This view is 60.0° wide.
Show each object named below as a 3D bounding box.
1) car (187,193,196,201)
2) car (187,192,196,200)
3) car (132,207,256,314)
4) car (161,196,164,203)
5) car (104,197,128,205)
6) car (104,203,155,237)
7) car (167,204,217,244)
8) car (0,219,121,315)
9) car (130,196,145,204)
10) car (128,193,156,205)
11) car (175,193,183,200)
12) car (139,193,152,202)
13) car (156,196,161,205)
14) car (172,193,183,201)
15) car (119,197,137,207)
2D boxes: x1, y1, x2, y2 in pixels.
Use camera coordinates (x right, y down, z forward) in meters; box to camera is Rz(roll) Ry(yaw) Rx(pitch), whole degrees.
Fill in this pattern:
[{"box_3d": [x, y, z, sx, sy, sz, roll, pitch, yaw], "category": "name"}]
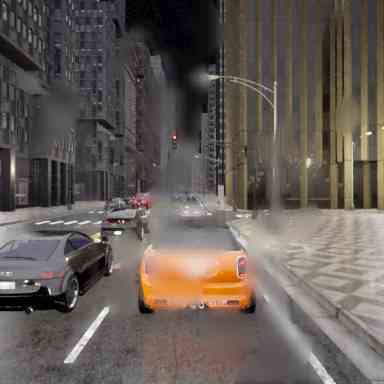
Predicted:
[{"box_3d": [-0.085, 1.344, 74.321, 1.812, 1.442, 4.674, 0, 0, 0], "category": "car"}, {"box_3d": [-0.097, 0.980, 84.295, 2.097, 1.767, 4.553, 0, 0, 0], "category": "car"}, {"box_3d": [0.095, 1.350, 7.771, 2.097, 1.767, 4.553, 0, 0, 0], "category": "car"}, {"box_3d": [-6.608, 1.405, 65.552, 2.033, 1.411, 5.357, 0, 0, 1], "category": "car"}, {"box_3d": [-9.897, 1.440, 42.675, 1.837, 1.490, 4.892, 0, 0, 0], "category": "car"}, {"box_3d": [-3.166, 1.494, 16.570, 1.837, 1.490, 4.892, 0, 0, 0], "category": "car"}, {"box_3d": [0.013, 1.480, 16.777, 2.128, 1.511, 4.902, 0, 0, 1], "category": "car"}, {"box_3d": [-3.164, 1.562, 7.674, 1.994, 1.385, 4.181, 0, 0, 0], "category": "car"}, {"box_3d": [-9.888, 1.477, 60.290, 1.895, 1.301, 4.718, 0, 0, 0], "category": "car"}, {"box_3d": [-6.623, 1.151, 44.790, 2.150, 2.045, 5.566, 0, 0, 2], "category": "car"}, {"box_3d": [-3.347, 1.125, 84.322, 1.837, 1.490, 4.892, 0, 0, 0], "category": "car"}, {"box_3d": [-9.832, 1.196, 70.400, 2.097, 1.767, 4.553, 0, 0, 0], "category": "car"}, {"box_3d": [-6.649, 1.421, 54.941, 1.812, 1.442, 4.674, 0, 0, 0], "category": "car"}, {"box_3d": [-3.335, 1.175, 74.286, 2.097, 1.767, 4.553, 0, 0, 0], "category": "car"}, {"box_3d": [-9.905, 1.471, 51.588, 1.994, 1.385, 4.181, 0, 0, 0], "category": "car"}]
